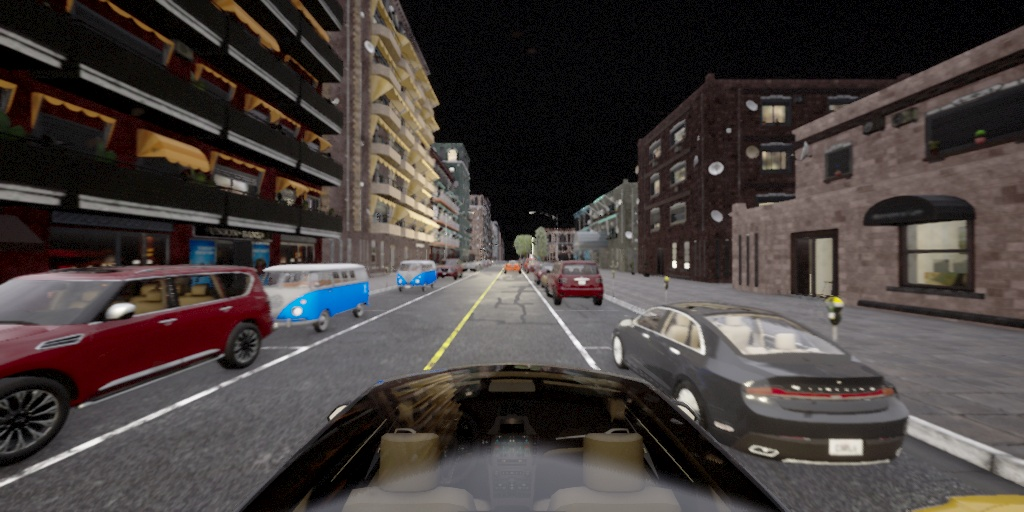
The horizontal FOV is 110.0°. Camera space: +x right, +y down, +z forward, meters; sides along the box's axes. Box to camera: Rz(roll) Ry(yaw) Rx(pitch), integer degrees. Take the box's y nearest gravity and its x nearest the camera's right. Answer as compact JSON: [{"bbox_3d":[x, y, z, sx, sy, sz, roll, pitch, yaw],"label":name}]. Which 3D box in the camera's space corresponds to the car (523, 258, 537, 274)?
[{"bbox_3d":[2.686,1.357,43.846,1.967,1.591,4.097,0,0,0],"label":"car"}]

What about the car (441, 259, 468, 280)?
[{"bbox_3d":[-5.694,1.185,32.766,2.192,1.841,5.009,0,0,0],"label":"car"}]

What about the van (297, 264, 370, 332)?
[{"bbox_3d":[-5.692,1.122,10.610,1.690,1.789,3.998,0,0,0],"label":"van"}]

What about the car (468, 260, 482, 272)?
[{"bbox_3d":[-5.695,1.508,49.385,1.948,1.339,4.313,0,0,0],"label":"car"}]

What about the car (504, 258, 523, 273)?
[{"bbox_3d":[0.095,1.284,47.129,2.097,1.767,4.553,0,0,0],"label":"car"}]

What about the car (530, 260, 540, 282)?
[{"bbox_3d":[2.687,1.286,27.227,1.967,1.591,4.097,0,0,0],"label":"car"}]

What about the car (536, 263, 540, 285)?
[{"bbox_3d":[2.688,1.348,21.858,1.751,1.417,4.829,0,0,0],"label":"car"}]

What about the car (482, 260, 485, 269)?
[{"bbox_3d":[-5.696,1.518,54.923,2.007,1.370,4.403,0,0,0],"label":"car"}]

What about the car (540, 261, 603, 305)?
[{"bbox_3d":[2.689,1.116,16.149,2.192,1.841,5.009,0,0,0],"label":"car"}]

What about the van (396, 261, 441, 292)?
[{"bbox_3d":[-5.693,1.164,21.688,1.690,1.789,3.998,0,0,0],"label":"van"}]

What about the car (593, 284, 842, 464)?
[{"bbox_3d":[2.689,1.312,5.071,2.007,1.370,4.403,0,0,0],"label":"car"}]

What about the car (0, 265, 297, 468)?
[{"bbox_3d":[-5.691,1.077,5.071,2.192,1.841,5.009,0,0,0],"label":"car"}]

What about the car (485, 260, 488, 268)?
[{"bbox_3d":[-5.697,1.546,60.461,2.007,1.370,4.403,0,0,0],"label":"car"}]
